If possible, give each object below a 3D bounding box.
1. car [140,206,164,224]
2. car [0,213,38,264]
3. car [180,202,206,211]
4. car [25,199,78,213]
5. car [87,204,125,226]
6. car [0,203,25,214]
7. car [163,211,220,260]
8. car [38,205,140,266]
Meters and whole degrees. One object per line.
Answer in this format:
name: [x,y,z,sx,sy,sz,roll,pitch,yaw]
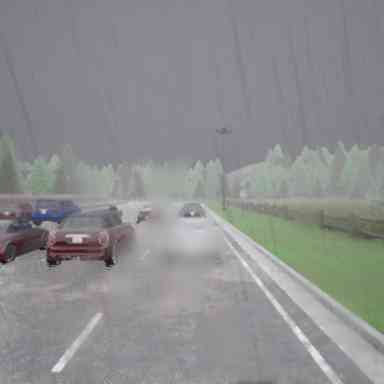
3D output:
car: [-3.445,1.866,27.988,1.812,1.442,4.674,0,0,1]
car: [-6.952,1.718,12.478,1.994,1.385,4.181,0,-1,1]
car: [0.048,1.683,27.216,2.097,1.767,4.553,0,-1,1]
car: [-10.466,1.542,26.185,2.150,2.045,5.566,0,0,1]
car: [-6.952,1.839,27.332,1.837,1.490,4.892,0,0,1]
car: [-13.952,1.683,27.220,2.097,1.767,4.553,0,-1,1]
car: [0.053,1.684,12.988,1.812,1.442,4.674,0,0,1]
car: [-3.453,1.501,12.218,2.097,1.767,4.553,0,-1,1]
